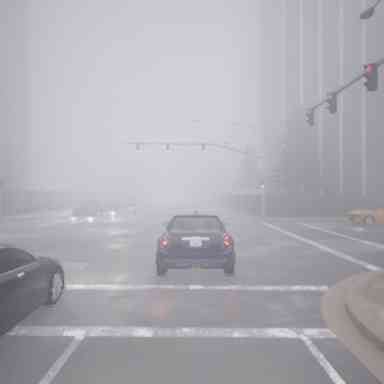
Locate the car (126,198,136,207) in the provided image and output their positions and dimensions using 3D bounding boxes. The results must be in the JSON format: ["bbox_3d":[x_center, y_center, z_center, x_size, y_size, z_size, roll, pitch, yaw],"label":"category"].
[{"bbox_3d":[-10.534,1.698,55.299,1.837,1.490,4.892,0,0,0],"label":"car"}]

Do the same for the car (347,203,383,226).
[{"bbox_3d":[13.272,1.502,22.781,5.008,1.535,1.882,0,0,0],"label":"car"}]

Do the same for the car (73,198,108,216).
[{"bbox_3d":[-10.591,1.471,34.274,2.097,1.767,4.553,0,0,0],"label":"car"}]

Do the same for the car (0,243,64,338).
[{"bbox_3d":[-3.575,1.517,5.184,1.837,1.490,4.892,0,0,-2],"label":"car"}]

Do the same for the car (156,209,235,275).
[{"bbox_3d":[0.100,1.358,10.625,2.097,1.767,4.553,0,0,0],"label":"car"}]

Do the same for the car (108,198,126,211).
[{"bbox_3d":[-10.583,1.755,44.191,1.895,1.301,4.718,0,0,0],"label":"car"}]
